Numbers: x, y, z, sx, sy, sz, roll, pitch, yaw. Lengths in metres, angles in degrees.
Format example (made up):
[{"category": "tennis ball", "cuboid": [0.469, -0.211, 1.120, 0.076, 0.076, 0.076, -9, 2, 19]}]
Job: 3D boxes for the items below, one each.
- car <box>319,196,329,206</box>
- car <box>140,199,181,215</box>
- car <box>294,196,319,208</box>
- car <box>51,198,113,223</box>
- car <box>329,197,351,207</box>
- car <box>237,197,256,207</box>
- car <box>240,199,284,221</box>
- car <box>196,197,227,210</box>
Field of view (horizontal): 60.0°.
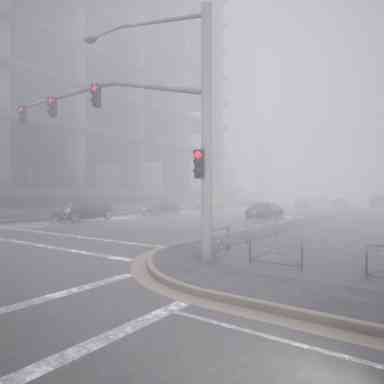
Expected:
[{"category": "car", "cuboid": [21.864, 1.422, 55.539, 1.882, 1.535, 5.008, 0, 0, 35]}, {"category": "car", "cuboid": [-3.052, 1.436, 32.829, 2.128, 1.511, 4.902, 0, 0, 35]}, {"category": "car", "cuboid": [16.116, 1.509, 47.425, 1.994, 1.385, 4.181, 0, 0, 35]}, {"category": "car", "cuboid": [-8.317, 1.297, 25.406, 2.097, 1.767, 4.553, 0, 0, 36]}, {"category": "car", "cuboid": [22.964, 1.508, 51.040, 1.994, 1.385, 4.181, 0, 0, 35]}, {"category": "car", "cuboid": [8.264, 1.470, 48.729, 1.812, 1.442, 4.674, 0, 0, 36]}, {"category": "car", "cuboid": [5.956, 1.508, 27.033, 1.994, 1.385, 4.181, 0, 0, 35]}, {"category": "car", "cuboid": [2.401, 1.422, 40.515, 1.882, 1.535, 5.008, 0, 0, 36]}]
